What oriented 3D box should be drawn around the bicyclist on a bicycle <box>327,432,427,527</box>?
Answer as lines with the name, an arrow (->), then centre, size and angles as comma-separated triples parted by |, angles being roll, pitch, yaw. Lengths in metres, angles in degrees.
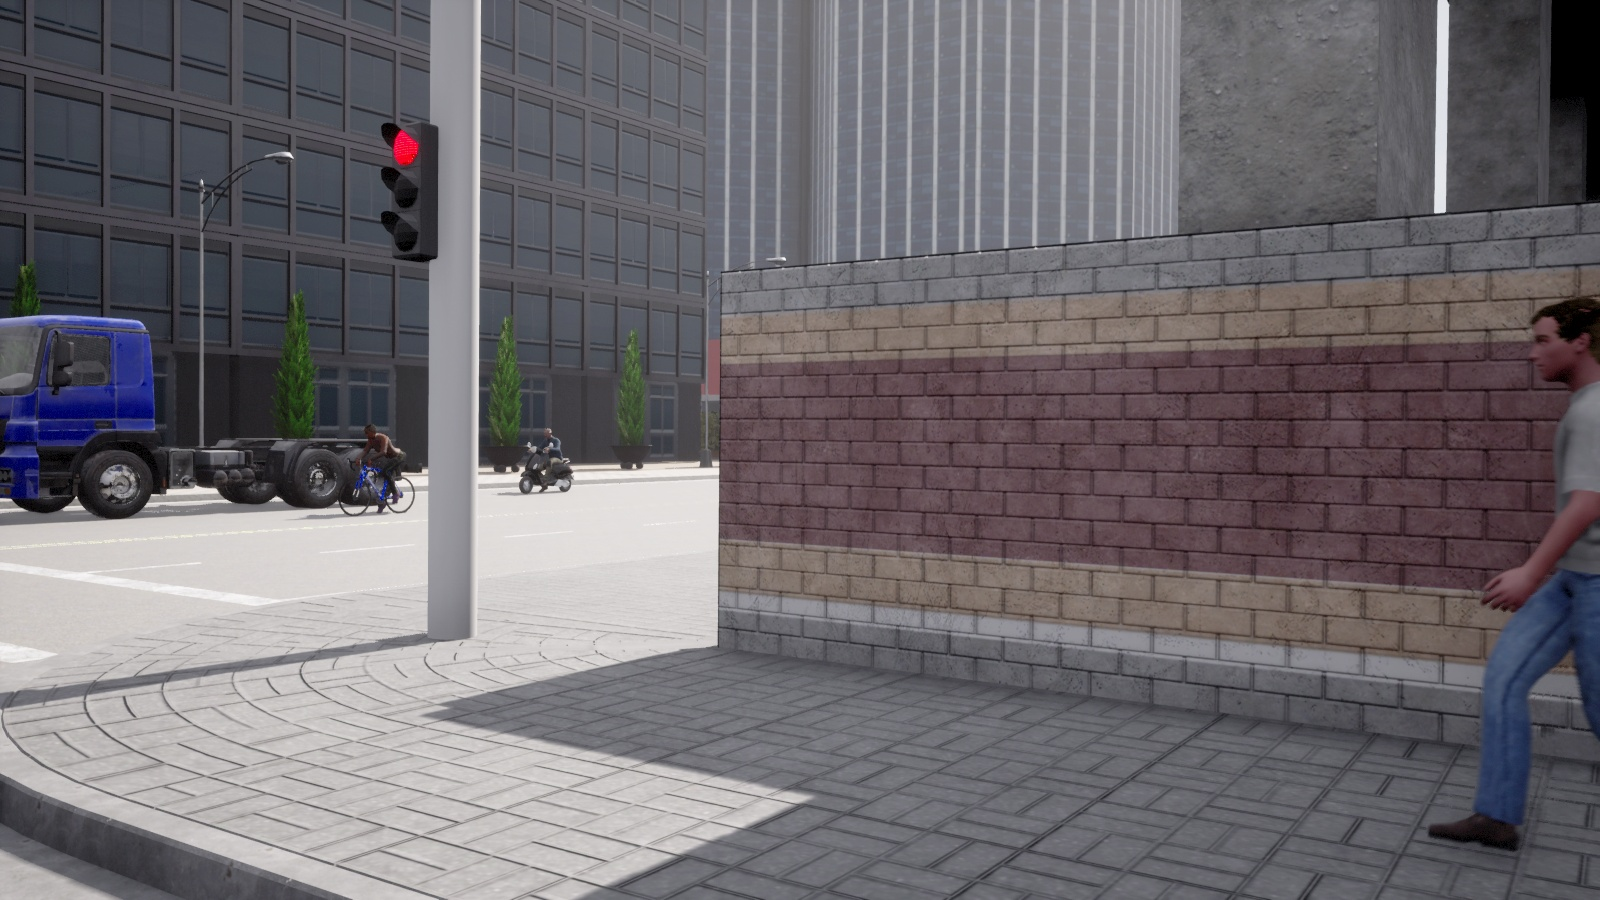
bicyclist on a bicycle -> -7.542, 0.501, 22.464 | 0.582, 1.620, 1.656 | 0, 1, 34

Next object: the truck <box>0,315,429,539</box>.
truck -> -11.092, -0.415, 23.453 | 2.891, 3.462, 7.936 | 0, 1, 34

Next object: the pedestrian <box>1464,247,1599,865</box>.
pedestrian -> 2.455, 0.314, 3.882 | 0.706, 1.836, 0.354 | 0, 1, 28

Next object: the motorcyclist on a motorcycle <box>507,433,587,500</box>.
motorcyclist on a motorcycle -> -6.189, 0.376, 30.776 | 0.866, 1.590, 1.817 | 0, 1, 34
